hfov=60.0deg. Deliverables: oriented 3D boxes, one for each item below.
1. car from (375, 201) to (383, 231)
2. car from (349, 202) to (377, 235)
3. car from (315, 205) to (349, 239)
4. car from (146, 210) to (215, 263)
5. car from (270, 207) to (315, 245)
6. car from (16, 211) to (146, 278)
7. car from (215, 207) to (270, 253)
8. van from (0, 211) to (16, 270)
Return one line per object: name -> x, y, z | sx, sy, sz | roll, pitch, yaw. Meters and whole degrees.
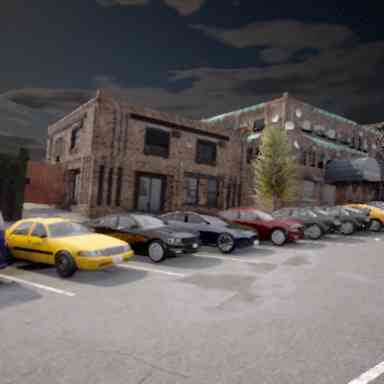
car -> 9.904, 1.530, 20.748 | 5.008, 1.535, 2.097 | -1, -1, 34
car -> 7.528, 1.523, 19.019 | 4.892, 1.521, 2.231 | -1, -1, 34
car -> 5.155, 1.515, 17.296 | 4.892, 1.521, 2.231 | -1, -1, 34
car -> -1.965, 1.489, 12.113 | 5.008, 1.535, 2.097 | -1, -1, 34
car -> 2.776, 1.505, 15.578 | 5.008, 1.535, 2.097 | -1, -1, 34
car -> -4.174, 1.475, 10.268 | 5.366, 1.575, 1.946 | -1, -1, 34
car -> 0.433, 1.526, 13.822 | 4.792, 1.488, 2.163 | -1, -1, 34
van -> -6.797, 1.248, 8.701 | 4.442, 1.987, 1.878 | -1, -1, 34
